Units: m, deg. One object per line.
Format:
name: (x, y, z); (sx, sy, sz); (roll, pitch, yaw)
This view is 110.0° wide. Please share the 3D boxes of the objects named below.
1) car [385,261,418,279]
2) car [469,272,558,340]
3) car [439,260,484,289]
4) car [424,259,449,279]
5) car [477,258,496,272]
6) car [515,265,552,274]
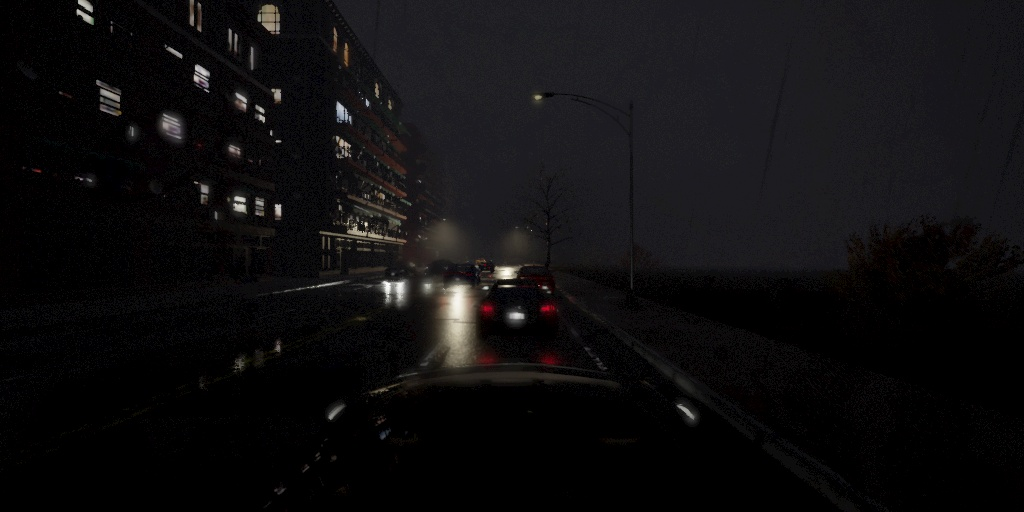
car: (-9.830, 1.244, 32.084); (2.128, 1.511, 4.902); (0, 0, 0)
car: (0.107, 1.315, 10.018); (1.994, 1.385, 4.181); (0, 0, 0)
car: (-3.135, 1.230, 23.198); (1.882, 1.535, 5.008); (0, 0, 0)
car: (-6.579, 1.104, 32.907); (2.097, 1.767, 4.553); (0, 0, 0)
car: (-3.119, 1.240, 43.997); (2.128, 1.511, 4.902); (0, 0, 0)
car: (1.149, 1.230, 18.938); (1.882, 1.535, 5.008); (0, 0, 0)
